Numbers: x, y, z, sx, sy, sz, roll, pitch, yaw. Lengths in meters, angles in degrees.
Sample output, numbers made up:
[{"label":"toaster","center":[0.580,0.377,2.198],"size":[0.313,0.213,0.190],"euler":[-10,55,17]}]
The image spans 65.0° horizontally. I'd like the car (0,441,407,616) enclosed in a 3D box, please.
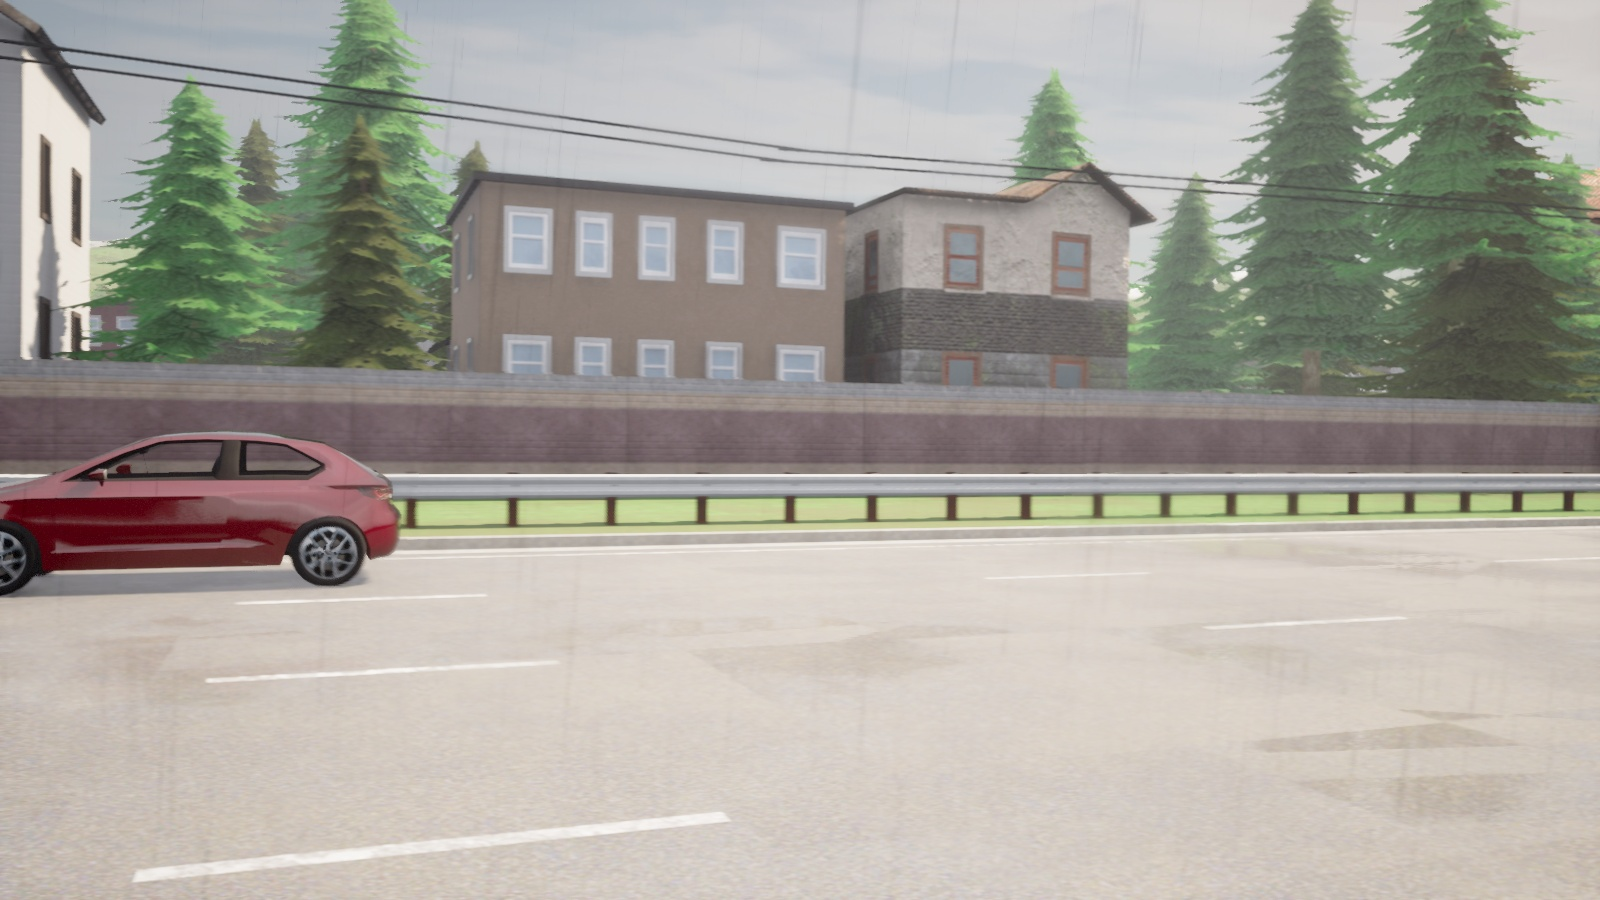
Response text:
[{"label":"car","center":[-6.064,0.677,12.168],"size":[4.193,1.474,1.816],"euler":[-1,1,-21]}]
